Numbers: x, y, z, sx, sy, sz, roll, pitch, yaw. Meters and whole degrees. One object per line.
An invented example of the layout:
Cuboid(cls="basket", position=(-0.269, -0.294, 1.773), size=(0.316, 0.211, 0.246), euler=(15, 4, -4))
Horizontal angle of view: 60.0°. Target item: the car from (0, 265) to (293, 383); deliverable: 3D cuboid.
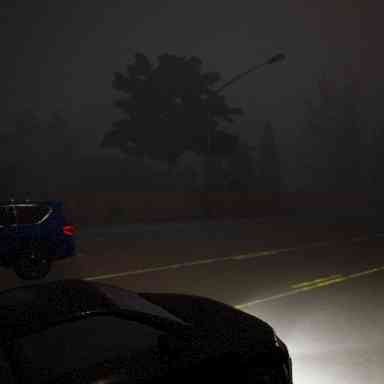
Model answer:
Cuboid(cls="car", position=(-0.995, 1.566, 3.036), size=(4.181, 1.385, 1.994), euler=(0, 0, -35))

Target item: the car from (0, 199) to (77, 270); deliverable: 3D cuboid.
Cuboid(cls="car", position=(-5.845, 1.221, 8.408), size=(5.566, 2.045, 2.150), euler=(0, 0, -35))
